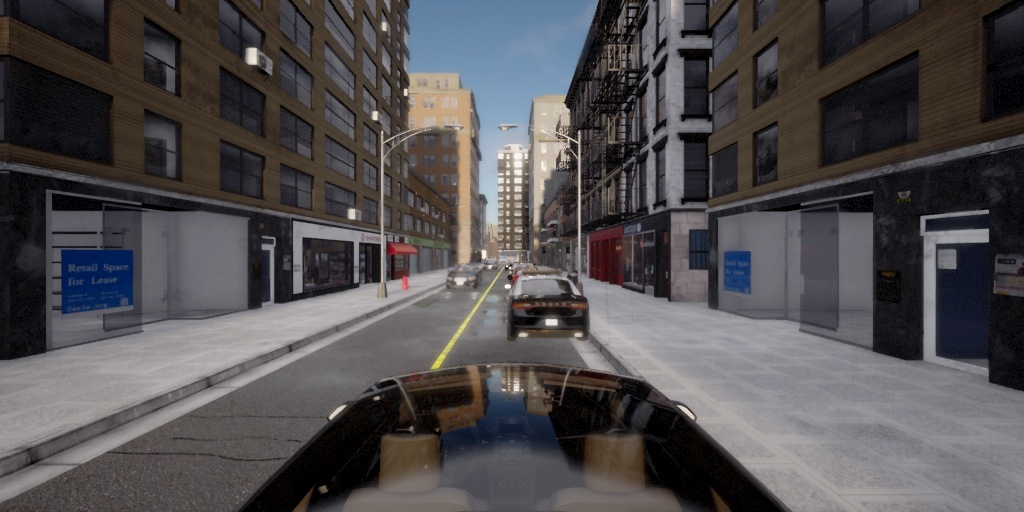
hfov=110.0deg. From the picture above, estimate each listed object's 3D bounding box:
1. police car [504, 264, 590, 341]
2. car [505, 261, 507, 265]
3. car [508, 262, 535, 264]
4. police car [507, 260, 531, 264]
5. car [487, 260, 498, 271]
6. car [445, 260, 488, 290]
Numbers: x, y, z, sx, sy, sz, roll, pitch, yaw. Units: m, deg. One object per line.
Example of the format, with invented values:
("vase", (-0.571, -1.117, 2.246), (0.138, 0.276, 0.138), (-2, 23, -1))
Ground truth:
("police car", (0.819, 1.174, 10.033), (1.930, 1.638, 5.238), (0, 0, 0))
("car", (0.003, 1.341, 47.863), (1.895, 1.301, 4.718), (0, 0, 1))
("car", (0.810, 1.272, 19.923), (1.812, 1.442, 4.674), (0, 0, 0))
("police car", (0.804, 1.169, 26.033), (1.930, 1.638, 5.238), (0, 0, 0))
("car", (-2.790, 1.232, 47.817), (2.128, 1.511, 4.902), (0, 0, 0))
("car", (-2.868, 1.237, 22.245), (2.128, 1.511, 4.902), (0, 0, 0))
